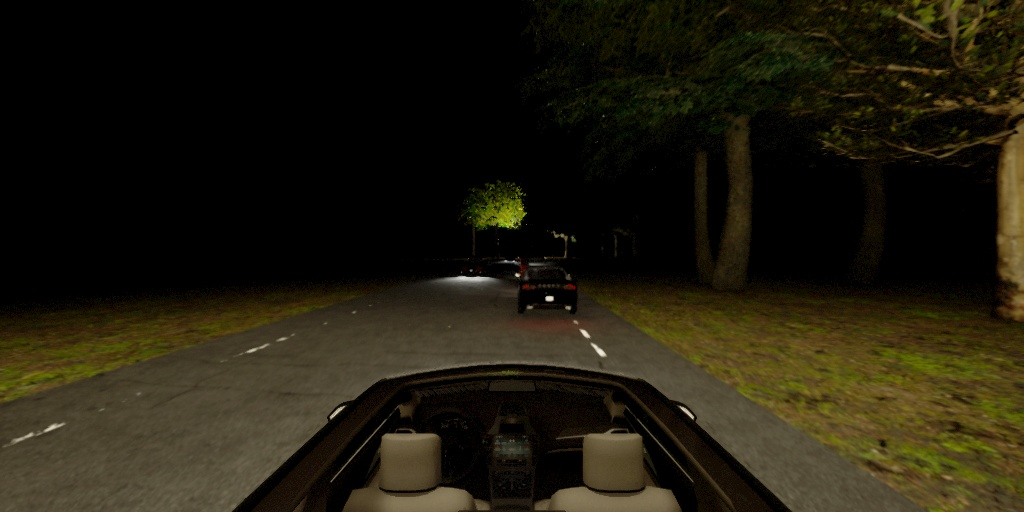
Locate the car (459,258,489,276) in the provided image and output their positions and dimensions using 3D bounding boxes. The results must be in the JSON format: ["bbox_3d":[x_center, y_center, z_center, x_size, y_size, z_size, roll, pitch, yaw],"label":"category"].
[{"bbox_3d":[-3.023,0.888,29.206,1.994,1.385,4.181,0,1,3],"label":"car"}]

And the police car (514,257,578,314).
[{"bbox_3d":[1.146,1.008,13.140,1.930,1.638,5.238,0,1,1],"label":"police car"}]

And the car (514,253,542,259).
[{"bbox_3d":[1.376,0.782,22.959,2.097,1.767,4.553,0,1,2],"label":"car"}]
